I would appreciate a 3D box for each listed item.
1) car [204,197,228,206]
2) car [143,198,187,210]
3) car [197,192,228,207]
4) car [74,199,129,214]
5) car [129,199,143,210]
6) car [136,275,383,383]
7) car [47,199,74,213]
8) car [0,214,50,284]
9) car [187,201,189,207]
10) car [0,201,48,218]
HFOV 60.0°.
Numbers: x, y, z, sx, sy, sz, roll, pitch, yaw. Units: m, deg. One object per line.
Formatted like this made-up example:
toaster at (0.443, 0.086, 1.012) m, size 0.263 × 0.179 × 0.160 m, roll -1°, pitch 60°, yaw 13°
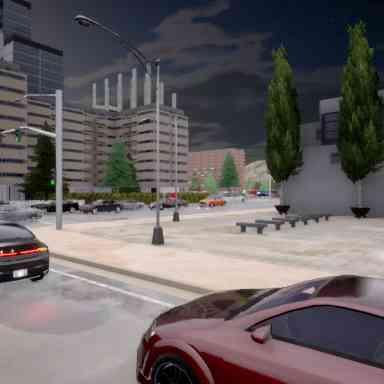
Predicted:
car at (4.063, 1.564, 56.443) m, size 1.994 × 1.385 × 4.181 m, roll 0°, pitch 0°, yaw 41°
car at (-3.379, 1.491, 42.300) m, size 2.128 × 1.511 × 4.902 m, roll 0°, pitch 0°, yaw 40°
car at (3.023, 1.352, 49.835) m, size 2.097 × 1.767 × 4.553 m, roll 0°, pitch 0°, yaw 40°
car at (-9.461, 1.505, 35.123) m, size 1.837 × 1.490 × 4.892 m, roll 0°, pitch 0°, yaw 40°
car at (-8.281, 1.601, 41.930) m, size 1.895 × 1.301 × 4.718 m, roll 0°, pitch 0°, yaw 40°
car at (1.422, 1.564, 3.226) m, size 4.181 × 1.385 × 1.994 m, roll 0°, pitch 0°, yaw 37°
car at (-14.318, 1.478, 34.805) m, size 1.882 × 1.535 × 5.008 m, roll 0°, pitch 0°, yaw 40°
car at (-5.557, 1.505, 8.734) m, size 4.892 × 1.490 × 1.837 m, roll 0°, pitch 0°, yaw 40°
car at (-2.414, 1.564, 48.844) m, size 1.994 × 1.385 × 4.181 m, roll 0°, pitch 0°, yaw 41°
car at (-13.569, 1.601, 24.548) m, size 1.895 × 1.301 × 4.718 m, roll 0°, pitch 0°, yaw 40°
